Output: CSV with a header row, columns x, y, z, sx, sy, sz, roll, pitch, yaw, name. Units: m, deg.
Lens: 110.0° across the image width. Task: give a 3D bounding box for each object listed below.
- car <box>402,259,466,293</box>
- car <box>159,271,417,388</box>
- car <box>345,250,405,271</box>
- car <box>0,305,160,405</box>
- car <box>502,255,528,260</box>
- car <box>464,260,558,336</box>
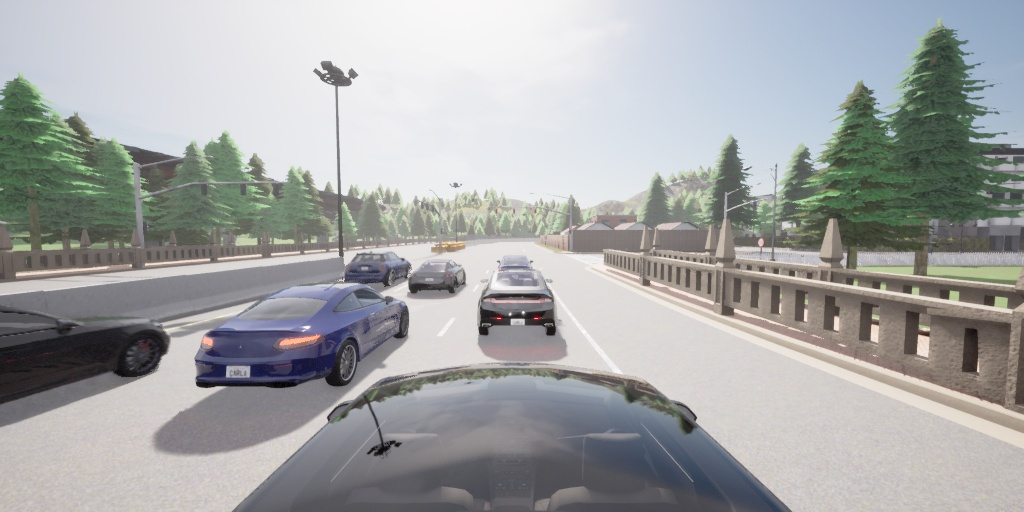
x,y,z,sx,sy,sz,roll,pitch,yaw,name
-3.346,0.823,16.650,1.994,1.385,4.181,0,3,1,car
-3.379,1.214,6.738,1.812,1.442,4.674,0,1,0,car
-6.833,0.492,18.782,2.097,1.767,4.553,0,3,0,car
-6.894,1.259,4.271,1.812,1.442,4.674,0,1,0,car
0.166,0.657,18.923,1.812,1.442,4.674,0,3,0,car
0.132,1.082,9.924,2.128,1.511,4.902,0,2,0,car
